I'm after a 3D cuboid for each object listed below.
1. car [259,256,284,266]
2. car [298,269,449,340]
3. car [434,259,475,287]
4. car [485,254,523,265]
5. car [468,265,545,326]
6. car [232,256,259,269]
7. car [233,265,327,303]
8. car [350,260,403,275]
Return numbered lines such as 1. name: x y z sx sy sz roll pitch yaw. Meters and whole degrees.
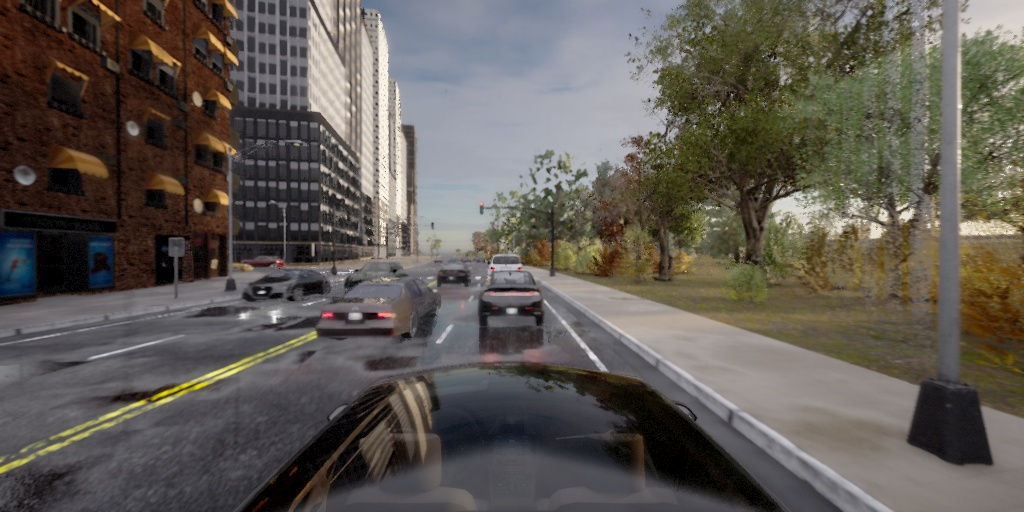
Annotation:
1. car: -28.913 0.693 41.554 4.097 1.591 1.967 0 0 -11
2. car: -3.258 1.272 9.875 2.033 1.411 5.357 0 0 -1
3. car: -3.716 1.152 23.657 1.882 1.535 5.008 0 0 -3
4. car: -0.440 0.895 23.237 2.150 2.045 5.566 0 0 -3
5. car: -0.051 1.204 11.562 2.128 1.511 4.902 0 0 -1
6. car: -26.837 0.853 33.252 4.829 1.417 1.751 0 0 -11
7. car: -10.120 1.270 16.421 1.994 1.385 4.181 0 0 -2
8. car: -6.939 1.047 18.727 2.097 1.767 4.553 0 0 -2
